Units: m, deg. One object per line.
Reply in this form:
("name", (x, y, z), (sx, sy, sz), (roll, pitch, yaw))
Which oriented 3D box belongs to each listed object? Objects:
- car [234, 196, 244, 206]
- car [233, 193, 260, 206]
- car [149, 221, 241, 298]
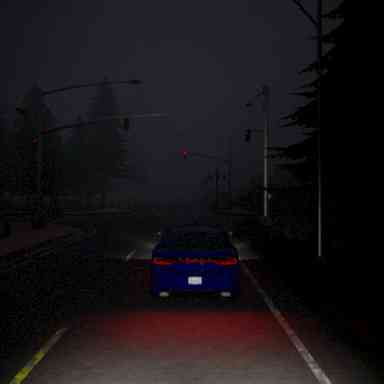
("car", (8.958, 1.139, 49.548), (4.605, 1.855, 1.932), (0, 0, 0))
("car", (8.549, 1.141, 52.059), (3.866, 1.878, 1.905), (0, 0, 0))
("car", (0.079, 1.477, 8.597), (1.882, 1.535, 5.008), (0, 0, 1))
